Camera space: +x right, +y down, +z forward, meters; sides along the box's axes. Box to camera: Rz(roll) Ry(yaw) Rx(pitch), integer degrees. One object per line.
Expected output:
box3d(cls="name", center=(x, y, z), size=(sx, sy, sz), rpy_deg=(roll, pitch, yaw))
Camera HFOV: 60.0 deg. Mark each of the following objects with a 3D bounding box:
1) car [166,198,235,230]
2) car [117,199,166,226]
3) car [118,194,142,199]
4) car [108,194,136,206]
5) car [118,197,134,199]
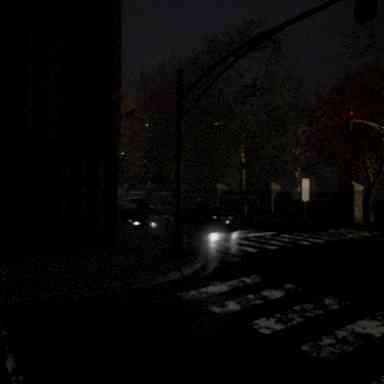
box3d(cls="car", center=(0.593, 1.339, 20.165), size=(1.812, 1.442, 4.674), rpy_deg=(1, 1, -36))
box3d(cls="car", center=(-2.986, 1.323, 20.704), size=(1.802, 1.307, 4.206), rpy_deg=(2, 0, -36))
box3d(cls="car", center=(-4.759, 1.176, 27.544), size=(1.812, 1.442, 4.674), rpy_deg=(1, 1, -36))
box3d(cls="car", center=(-9.212, 0.987, 43.546), size=(2.008, 1.369, 4.403), rpy_deg=(2, 0, -36))
box3d(cls="car", center=(-6.238, 1.224, 25.184), size=(1.802, 1.307, 4.206), rpy_deg=(2, 0, -36))
